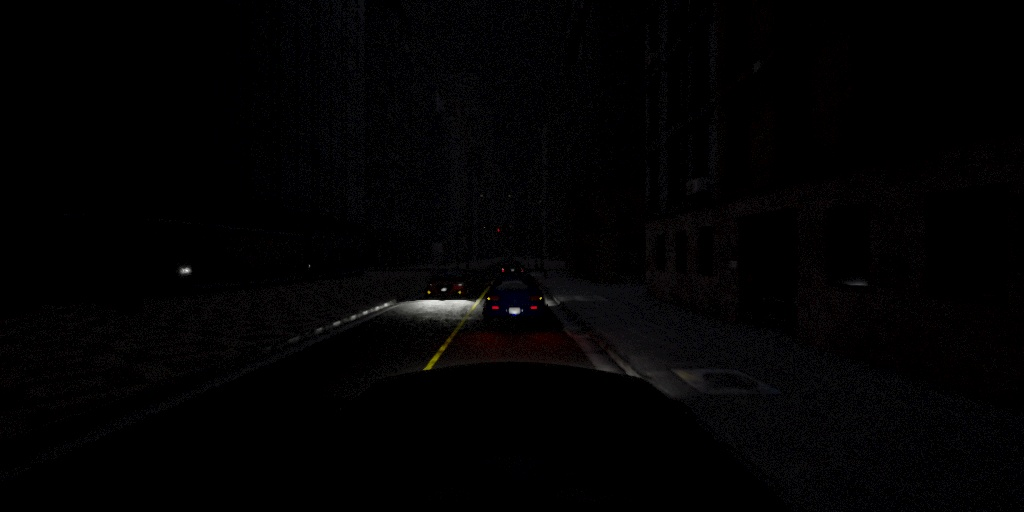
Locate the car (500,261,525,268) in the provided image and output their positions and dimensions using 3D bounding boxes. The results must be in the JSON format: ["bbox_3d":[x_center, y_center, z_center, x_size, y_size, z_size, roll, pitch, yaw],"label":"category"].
[{"bbox_3d":[0.059,1.186,31.298,2.097,1.767,4.553,0,0,0],"label":"car"}]

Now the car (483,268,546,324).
[{"bbox_3d":[0.077,1.302,11.984,1.812,1.442,4.674,0,0,0],"label":"car"}]

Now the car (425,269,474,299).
[{"bbox_3d":[-3.118,1.358,18.476,1.994,1.385,4.181,0,0,0],"label":"car"}]
